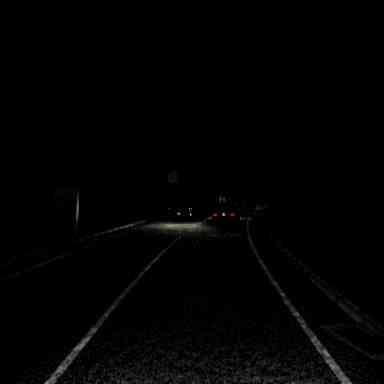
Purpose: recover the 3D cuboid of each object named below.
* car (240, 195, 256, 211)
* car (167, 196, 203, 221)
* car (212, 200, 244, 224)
[{"bbox_3d":[6.918,1.549,42.138,2.128,1.511,4.902,-2,0,17],"label":"car"},{"bbox_3d":[-0.477,1.348,28.678,2.150,2.045,5.566,-1,0,12],"label":"car"},{"bbox_3d":[2.644,1.604,25.352,2.033,1.411,5.357,-1,0,10],"label":"car"}]
